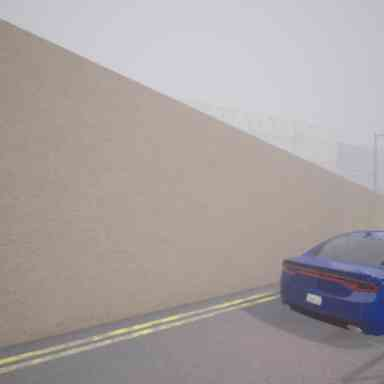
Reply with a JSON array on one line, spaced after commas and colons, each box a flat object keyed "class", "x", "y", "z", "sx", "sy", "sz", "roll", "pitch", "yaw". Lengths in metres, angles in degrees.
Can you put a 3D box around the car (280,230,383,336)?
[{"class": "car", "x": 3.873, "y": 1.502, "z": 6.513, "sx": 5.008, "sy": 1.535, "sz": 1.882, "roll": 1, "pitch": 0, "yaw": -36}]
